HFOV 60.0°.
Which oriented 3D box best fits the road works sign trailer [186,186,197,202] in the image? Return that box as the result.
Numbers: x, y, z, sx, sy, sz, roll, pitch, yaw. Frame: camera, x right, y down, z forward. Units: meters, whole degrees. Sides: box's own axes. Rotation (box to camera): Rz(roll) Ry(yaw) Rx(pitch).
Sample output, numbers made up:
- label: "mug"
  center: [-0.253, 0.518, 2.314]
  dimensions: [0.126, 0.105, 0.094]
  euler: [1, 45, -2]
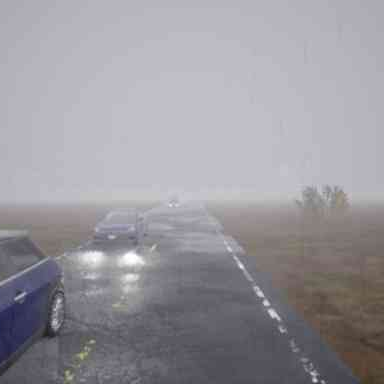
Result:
- label: "road works sign trailer"
  center: [-0.189, 0.334, 71.036]
  dimensions: [2.380, 3.560, 2.880]
  euler: [0, 0, 0]

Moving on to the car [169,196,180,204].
- label: "car"
  center: [-3.179, 1.438, 60.713]
  dimensions: [2.033, 1.411, 5.357]
  euler: [0, 0, 0]

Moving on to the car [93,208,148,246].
- label: "car"
  center: [-3.120, 1.499, 15.314]
  dimensions: [1.812, 1.442, 4.674]
  euler: [0, 0, 0]

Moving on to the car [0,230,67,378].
- label: "car"
  center: [-3.105, 1.347, 3.559]
  dimensions: [2.097, 1.767, 4.553]
  euler: [0, 0, 0]
